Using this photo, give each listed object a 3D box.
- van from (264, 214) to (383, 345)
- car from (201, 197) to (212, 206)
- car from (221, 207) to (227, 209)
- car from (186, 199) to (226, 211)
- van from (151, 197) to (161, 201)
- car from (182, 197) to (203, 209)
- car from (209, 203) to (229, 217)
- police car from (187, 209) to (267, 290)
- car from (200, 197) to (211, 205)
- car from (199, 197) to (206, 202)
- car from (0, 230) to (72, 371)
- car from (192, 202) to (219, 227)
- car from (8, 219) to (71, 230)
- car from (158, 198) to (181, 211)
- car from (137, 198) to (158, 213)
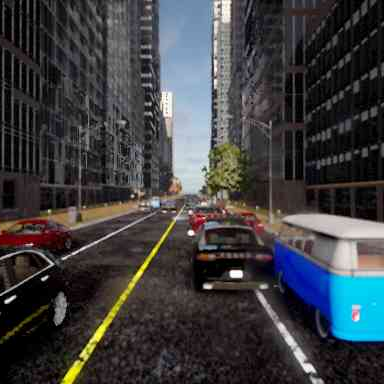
[{"bbox_3d":[2.698,1.383,6.242,1.690,1.788,3.998,0,0,0],"label":"van"},{"bbox_3d":[2.762,1.827,63.165,1.967,1.590,4.097,0,0,0],"label":"car"},{"bbox_3d":[2.710,1.698,17.624,1.802,1.307,4.206,0,0,0],"label":"car"},{"bbox_3d":[0.872,1.478,19.225,2.097,1.767,4.553,0,0,0],"label":"car"},{"bbox_3d":[-5.631,1.670,51.794,1.690,1.788,3.998,0,0,0],"label":"van"},{"bbox_3d":[0.060,1.789,46.073,2.128,1.511,4.902,0,0,0],"label":"car"},{"bbox_3d":[2.730,1.810,34.702,1.802,1.307,4.206,0,0,0],"label":"car"},{"bbox_3d":[0.911,1.487,9.372,1.930,1.638,5.238,0,0,0],"label":"police car"},{"bbox_3d":[2.768,1.855,68.857,1.967,1.590,4.097,0,0,0],"label":"car"},{"bbox_3d":[2.795,2.066,91.626,1.887,1.381,4.507,0,0,0],"label":"car"},{"bbox_3d":[-3.095,1.533,4.145,1.837,1.490,4.892,0,0,0],"label":"car"},{"bbox_3d":[0.929,1.623,25.452,1.801,1.575,5.366,0,0,0],"label":"car"},{"bbox_3d":[-5.677,1.661,11.944,1.802,1.307,4.206,0,0,0],"label":"car"},{"bbox_3d":[-3.047,1.844,45.936,2.033,1.411,5.357,0,0,0],"label":"car"},{"bbox_3d":[-5.645,1.815,40.407,2.008,1.369,4.403,0,0,0],"label":"car"}]
